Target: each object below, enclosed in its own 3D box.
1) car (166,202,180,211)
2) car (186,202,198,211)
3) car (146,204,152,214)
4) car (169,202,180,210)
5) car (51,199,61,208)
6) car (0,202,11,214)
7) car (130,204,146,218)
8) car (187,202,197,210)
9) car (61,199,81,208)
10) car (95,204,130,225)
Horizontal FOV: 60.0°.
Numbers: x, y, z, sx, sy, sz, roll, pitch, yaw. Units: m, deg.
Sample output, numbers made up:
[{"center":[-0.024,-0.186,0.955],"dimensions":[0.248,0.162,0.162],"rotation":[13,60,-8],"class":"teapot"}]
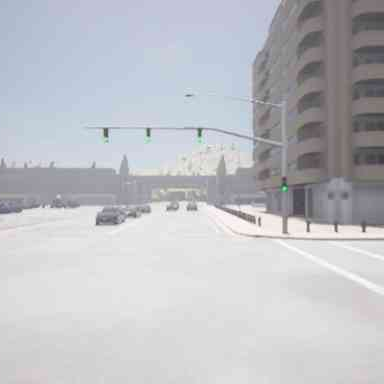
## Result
[{"center":[-3.496,2.646,57.978],"dimensions":[1.895,1.301,4.718],"rotation":[0,-1,0],"class":"car"},{"center":[0.004,2.609,57.948],"dimensions":[1.994,1.385,4.181],"rotation":[0,-1,0],"class":"car"},{"center":[-7.073,2.447,48.783],"dimensions":[1.994,1.385,4.181],"rotation":[0,-1,1],"class":"car"},{"center":[-3.496,2.702,66.925],"dimensions":[1.837,1.490,4.892],"rotation":[0,-1,0],"class":"car"},{"center":[-27.438,2.387,68.374],"dimensions":[1.905,1.878,3.866],"rotation":[0,-1,0],"class":"car"},{"center":[-30.207,2.318,50.915],"dimensions":[1.970,1.475,3.806],"rotation":[0,-1,0],"class":"car"},{"center":[-7.084,2.198,38.792],"dimensions":[2.128,1.511,4.902],"rotation":[0,-1,0],"class":"car"},{"center":[0.004,2.765,66.923],"dimensions":[2.033,1.411,5.357],"rotation":[0,-1,0],"class":"car"},{"center":[-24.544,2.383,68.309],"dimensions":[1.932,1.855,4.605],"rotation":[0,-1,0],"class":"car"},{"center":[-7.088,2.043,29.267],"dimensions":[1.837,1.490,4.892],"rotation":[0,-1,0],"class":"car"}]
